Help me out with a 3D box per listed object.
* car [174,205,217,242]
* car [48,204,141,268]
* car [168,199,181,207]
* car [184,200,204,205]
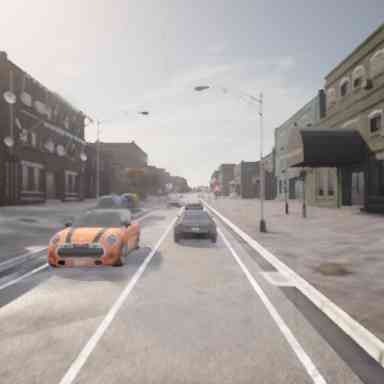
[{"bbox_3d":[0.157,1.574,16.357,1.994,1.385,4.181,0,0,0],"label":"car"},{"bbox_3d":[-3.060,1.354,11.329,2.097,1.767,4.553,0,0,0],"label":"car"},{"bbox_3d":[-2.864,1.777,53.410,1.895,1.301,4.718,0,0,1],"label":"car"},{"bbox_3d":[0.222,1.565,33.927,2.128,1.511,4.902,0,0,0],"label":"car"}]
